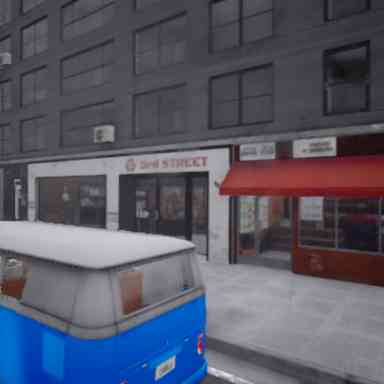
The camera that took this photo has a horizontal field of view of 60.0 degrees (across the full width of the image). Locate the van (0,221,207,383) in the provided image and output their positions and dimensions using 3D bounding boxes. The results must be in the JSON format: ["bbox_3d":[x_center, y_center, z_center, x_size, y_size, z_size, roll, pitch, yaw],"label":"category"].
[{"bbox_3d":[-1.742,1.320,4.052,3.998,1.788,1.690,0,0,36],"label":"van"}]
